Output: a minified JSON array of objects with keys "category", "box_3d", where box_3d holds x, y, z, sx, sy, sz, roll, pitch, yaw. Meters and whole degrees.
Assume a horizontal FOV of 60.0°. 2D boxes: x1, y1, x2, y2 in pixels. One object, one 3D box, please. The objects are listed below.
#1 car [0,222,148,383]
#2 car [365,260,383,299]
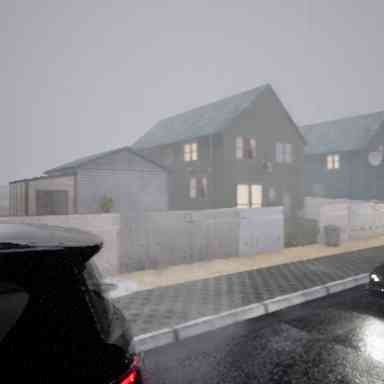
[{"category":"car","box_3d":[-2.820,1.219,1.057,5.566,2.045,2.150,0,0,-35]},{"category":"car","box_3d":[6.016,1.568,7.358,5.357,1.411,2.033,0,0,-36]}]
